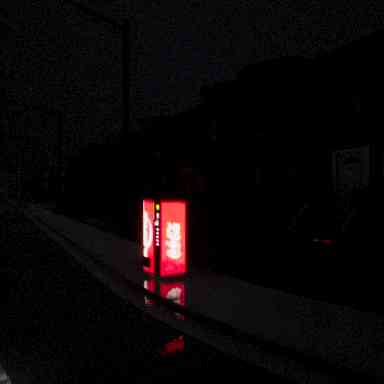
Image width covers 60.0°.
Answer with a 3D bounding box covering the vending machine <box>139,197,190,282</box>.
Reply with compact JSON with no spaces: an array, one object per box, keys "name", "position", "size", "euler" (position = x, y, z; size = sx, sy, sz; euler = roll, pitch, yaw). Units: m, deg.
[{"name":"vending machine","position":[-0.744,1.195,8.970],"size":[1.100,2.100,0.880],"euler":[0,0,-30]}]
